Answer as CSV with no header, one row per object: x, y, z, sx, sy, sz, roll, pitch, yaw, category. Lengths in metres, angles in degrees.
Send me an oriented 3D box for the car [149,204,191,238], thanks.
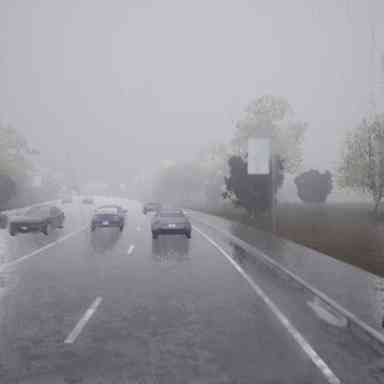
-1.187,1.570,17.877,1.994,1.385,4.181,0,0,-7,car

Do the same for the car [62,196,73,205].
-22.577,1.537,60.415,1.837,1.490,4.892,0,0,-18,car

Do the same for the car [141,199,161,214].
-4.282,1.506,35.107,2.128,1.511,4.902,0,0,-13,car

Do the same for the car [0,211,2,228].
-12.109,1.588,18.963,1.994,1.385,4.181,0,0,-8,car

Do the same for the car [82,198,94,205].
-18.208,1.631,58.214,1.895,1.301,4.718,0,0,-17,car

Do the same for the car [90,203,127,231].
-5.052,1.538,20.502,1.812,1.442,4.674,0,0,-8,car

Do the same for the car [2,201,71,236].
-8.546,1.496,18.767,1.882,1.535,5.008,0,0,-8,car
